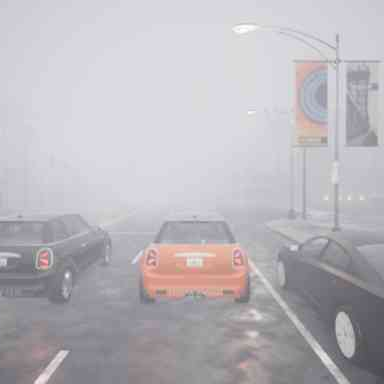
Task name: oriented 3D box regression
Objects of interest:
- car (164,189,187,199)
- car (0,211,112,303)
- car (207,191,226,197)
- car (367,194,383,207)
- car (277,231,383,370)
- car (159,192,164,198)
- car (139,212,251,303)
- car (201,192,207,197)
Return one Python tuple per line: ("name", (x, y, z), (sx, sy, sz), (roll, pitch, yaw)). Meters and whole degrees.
("car", (-2.951, 0.341, 68.633), (2.150, 2.045, 5.566), (0, 1, 26))
("car", (-3.435, 1.247, 8.086), (2.097, 1.767, 4.553), (0, 1, 0))
("car", (6.538, 0.503, 81.868), (4.181, 1.385, 1.994), (-1, 1, -43))
("car", (23.665, 0.978, 39.963), (4.902, 1.511, 2.128), (0, 1, 0))
("car", (2.902, 1.405, 5.734), (2.097, 1.535, 5.008), (0, 1, 0))
("car", (-5.232, 0.434, 71.854), (2.097, 1.767, 4.553), (0, 1, 26))
("car", (0.066, 1.247, 8.082), (2.097, 1.767, 4.553), (0, 1, 0))
("car", (4.670, 0.451, 84.907), (5.357, 1.411, 2.033), (-1, 1, -43))
